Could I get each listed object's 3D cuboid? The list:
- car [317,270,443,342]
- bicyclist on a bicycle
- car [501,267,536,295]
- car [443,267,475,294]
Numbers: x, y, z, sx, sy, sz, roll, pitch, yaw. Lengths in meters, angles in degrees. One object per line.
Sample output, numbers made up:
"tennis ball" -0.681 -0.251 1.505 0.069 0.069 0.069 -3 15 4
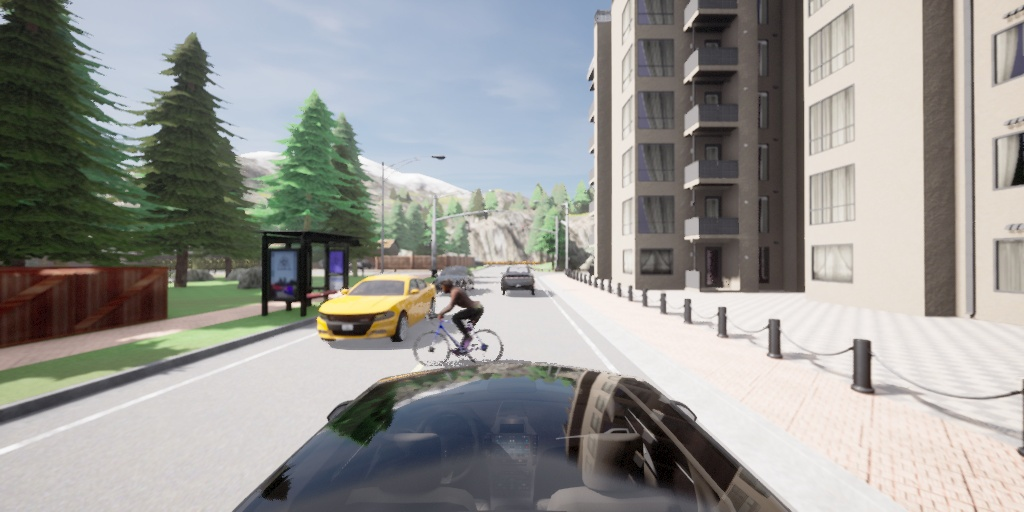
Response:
"car" -3.493 1.286 10.186 1.882 1.535 5.008 0 -1 1
"bicyclist on a bicycle" -1.001 1.235 6.558 1.656 1.620 0.582 -2 0 1
"car" 0.366 1.377 21.118 2.128 1.511 4.902 0 0 1
"car" -3.309 1.389 21.036 1.837 1.490 4.892 0 0 1
